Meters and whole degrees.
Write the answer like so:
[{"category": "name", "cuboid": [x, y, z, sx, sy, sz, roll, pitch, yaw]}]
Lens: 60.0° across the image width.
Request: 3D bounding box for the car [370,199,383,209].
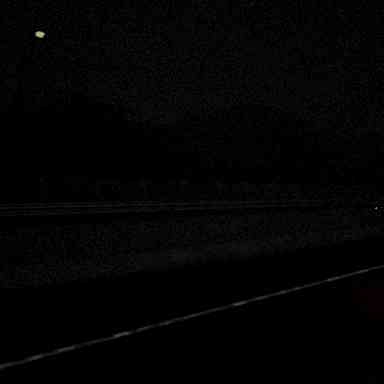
[{"category": "car", "cuboid": [24.789, 1.567, 42.067, 5.357, 1.411, 2.033, 0, 0, -33]}]
